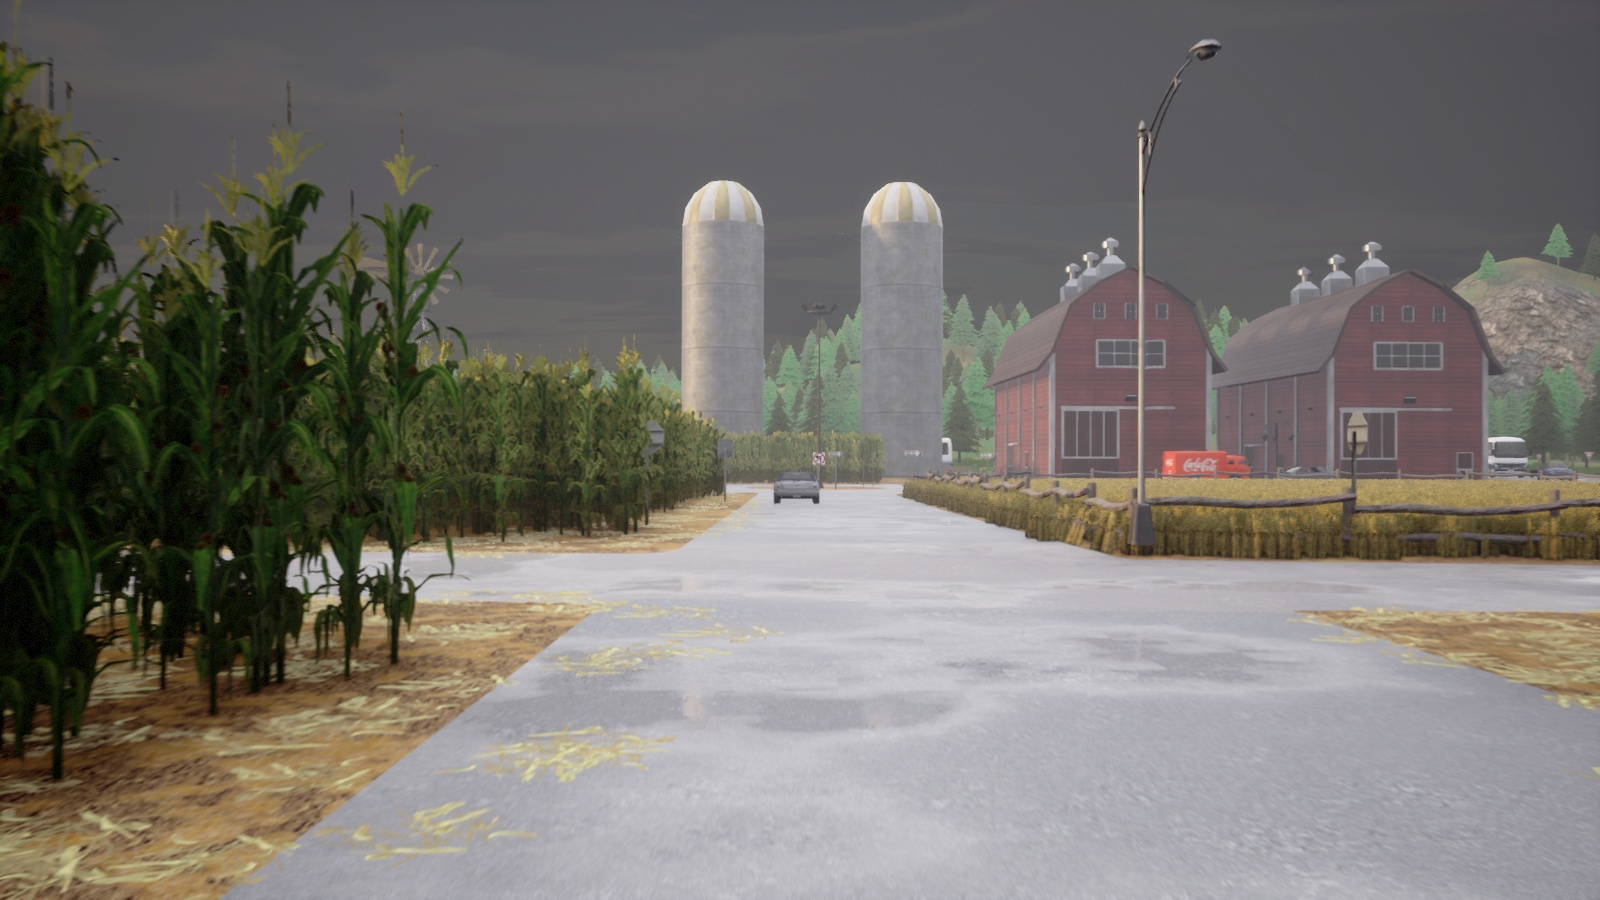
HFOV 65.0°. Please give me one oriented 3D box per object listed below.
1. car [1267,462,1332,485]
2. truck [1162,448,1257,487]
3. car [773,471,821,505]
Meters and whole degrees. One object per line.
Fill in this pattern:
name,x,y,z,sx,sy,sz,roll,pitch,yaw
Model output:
car,33.630,1.602,84.674,3.633,1.501,1.845,0,0,-3
truck,26.291,1.100,80.696,5.204,2.467,2.627,0,0,-4
car,-0.126,1.545,51.884,1.895,1.301,4.718,0,-1,0
